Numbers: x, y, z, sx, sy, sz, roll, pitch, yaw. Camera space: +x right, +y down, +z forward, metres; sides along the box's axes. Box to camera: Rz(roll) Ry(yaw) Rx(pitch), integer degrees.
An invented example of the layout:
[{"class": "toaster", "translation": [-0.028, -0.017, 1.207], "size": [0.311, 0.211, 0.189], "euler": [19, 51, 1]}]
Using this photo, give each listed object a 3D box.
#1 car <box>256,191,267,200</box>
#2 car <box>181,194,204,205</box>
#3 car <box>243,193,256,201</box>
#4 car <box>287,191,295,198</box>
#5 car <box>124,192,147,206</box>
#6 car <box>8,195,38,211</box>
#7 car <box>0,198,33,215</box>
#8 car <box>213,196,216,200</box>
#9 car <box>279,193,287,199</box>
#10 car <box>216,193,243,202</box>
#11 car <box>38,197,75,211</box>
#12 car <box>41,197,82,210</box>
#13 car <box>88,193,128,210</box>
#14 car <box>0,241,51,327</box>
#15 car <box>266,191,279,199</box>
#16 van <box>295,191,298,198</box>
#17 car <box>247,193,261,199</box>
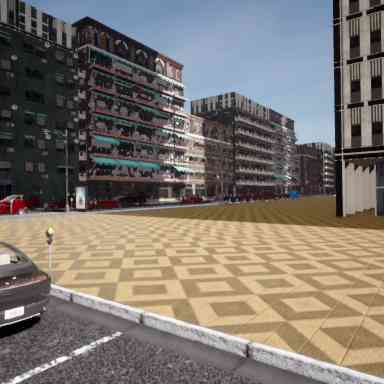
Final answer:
[{"class": "car", "translation": [13.169, 1.046, 68.194], "size": [1.802, 1.307, 4.206], "euler": [-1, 0, 36]}, {"class": "car", "translation": [0.158, 1.062, 50.317], "size": [1.967, 1.590, 4.097], "euler": [-1, 0, 36]}, {"class": "car", "translation": [9.917, 1.048, 63.725], "size": [1.887, 1.381, 4.507], "euler": [-1, 0, 36]}, {"class": "car", "translation": [22.927, 0.932, 81.603], "size": [1.802, 1.307, 4.206], "euler": [-1, 0, 36]}, {"class": "car", "translation": [-8.954, 0.985, 47.644], "size": [2.150, 2.045, 5.566], "euler": [-1, 0, 36]}, {"class": "car", "translation": [-19.627, 1.228, 37.372], "size": [2.192, 1.841, 5.009], "euler": [-1, 0, 36]}, {"class": "car", "translation": [-16.102, 1.413, 27.970], "size": [1.802, 1.307, 4.206], "euler": [-1, 0, 36]}, {"class": "car", "translation": [6.393, 1.028, 73.126], "size": [1.967, 1.590, 4.097], "euler": [-1, 0, 36]}, {"class": "car", "translation": [19.674, 0.938, 77.133], "size": [2.008, 1.369, 4.403], "euler": [-1, 0, 36]}, {"class": "car", "translation": [6.664, 1.093, 59.256], "size": [2.008, 1.369, 4.403], "euler": [-1, 0, 36]}, {"class": "car", "translation": [-15.101, 1.368, 39.199], "size": [1.812, 1.442, 4.674], "euler": [-1, 0, 36]}, {"class": "car", "translation": [-16.372, 1.415, 41.842], "size": [1.887, 1.381, 4.507], "euler": [-1, 0, 36]}, {"class": "car", "translation": [-9.598, 1.186, 36.909], "size": [1.967, 1.590, 4.097], "euler": [-1, 0, 36]}, {"class": "car", "translation": [-4.392, 1.553, 6.199], "size": [4.403, 1.369, 2.008], "euler": [0, -1, 36]}, {"class": "car", "translation": [16.419, 0.740, 72.664], "size": [2.192, 1.841, 5.009], "euler": [-1, 0, 36]}, {"class": "van", "translation": [26.177, 0.654, 86.072], "size": [1.690, 1.788, 3.998], "euler": [-1, 0, 36]}, {"class": "car", "translation": [16.152, 1.040, 86.534], "size": [1.947, 1.339, 4.313], "euler": [-1, 0, 36]}]
